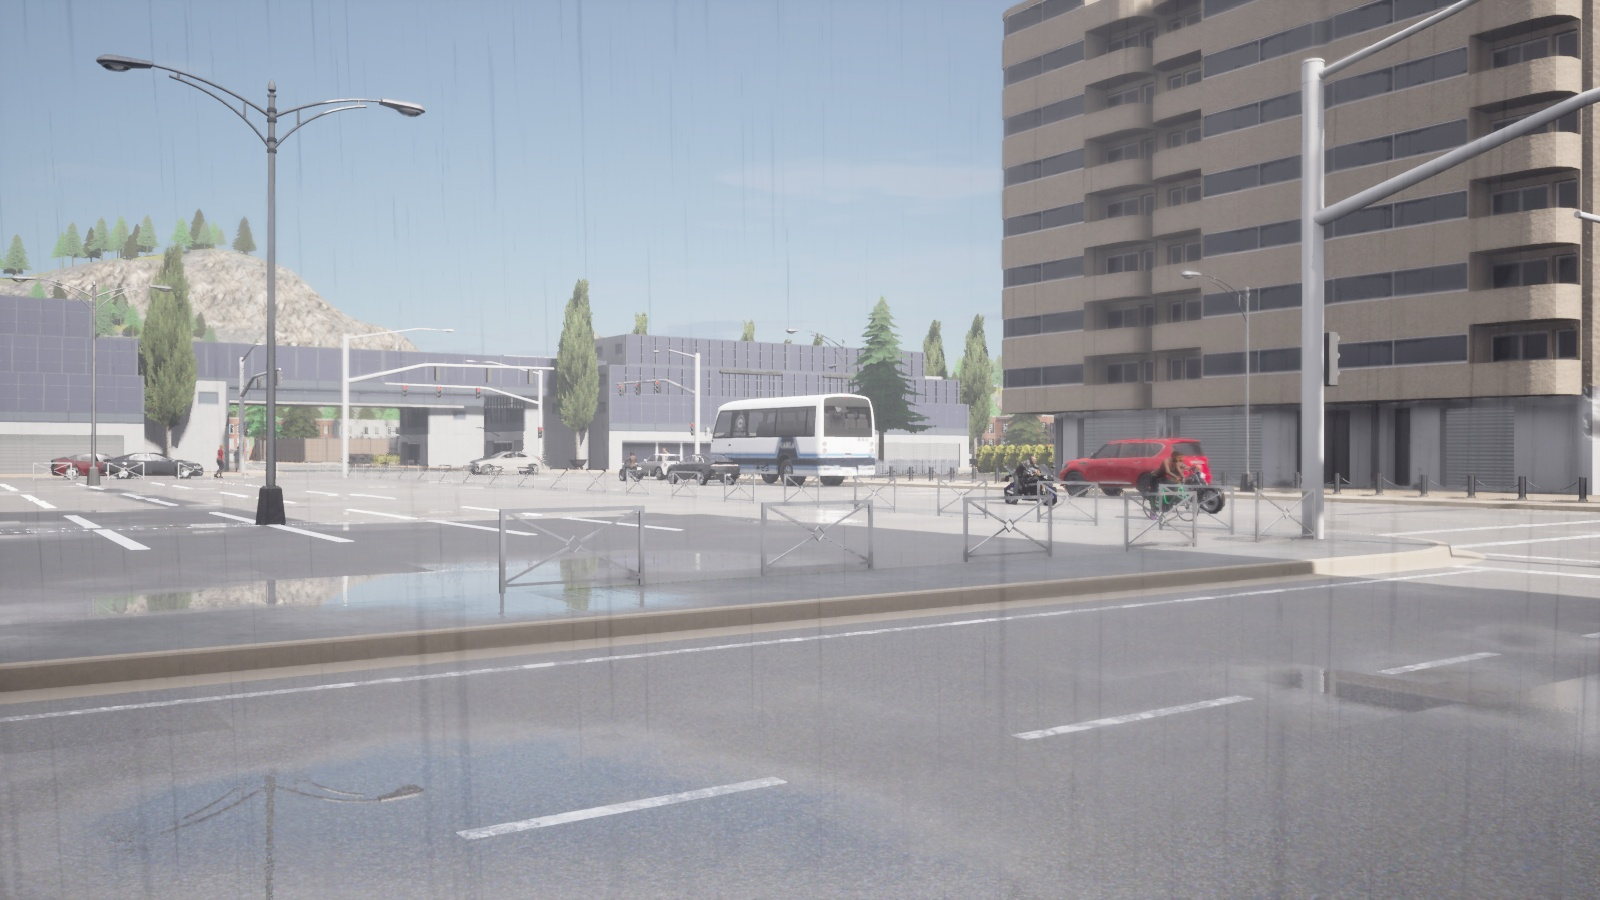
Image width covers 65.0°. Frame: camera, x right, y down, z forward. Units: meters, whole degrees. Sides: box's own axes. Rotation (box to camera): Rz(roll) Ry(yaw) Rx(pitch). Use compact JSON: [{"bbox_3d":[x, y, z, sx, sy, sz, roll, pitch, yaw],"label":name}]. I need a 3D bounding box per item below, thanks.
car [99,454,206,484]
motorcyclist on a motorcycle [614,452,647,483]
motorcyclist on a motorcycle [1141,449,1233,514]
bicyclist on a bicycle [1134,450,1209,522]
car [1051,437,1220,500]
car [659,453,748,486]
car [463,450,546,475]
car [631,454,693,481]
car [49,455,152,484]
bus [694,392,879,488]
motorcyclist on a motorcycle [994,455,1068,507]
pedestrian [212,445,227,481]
[{"bbox_3d":[-34.676,0.995,67.294,4.902,1.511,2.128,0,0,-34],"label":"car"},{"bbox_3d":[-9.068,0.934,67.065,0.766,1.649,2.350,0,0,-35],"label":"motorcyclist on a motorcycle"},{"bbox_3d":[10.169,0.810,33.058,0.766,1.649,2.350,0,0,-35],"label":"motorcyclist on a motorcycle"},{"bbox_3d":[8.608,0.806,29.160,0.582,1.620,1.656,0,0,-35],"label":"bicyclist on a bicycle"},{"bbox_3d":[11.493,0.601,43.458,2.150,2.045,5.566,0,0,-35],"label":"car"},{"bbox_3d":[-4.736,0.915,60.790,2.128,1.511,4.902,0,0,-34],"label":"car"},{"bbox_3d":[-20.174,0.832,85.802,5.027,1.651,2.152,0,0,-35],"label":"car"},{"bbox_3d":[-7.896,0.957,71.525,1.970,1.475,3.806,0,0,-34],"label":"car"},{"bbox_3d":[-38.436,1.050,69.001,4.792,1.488,2.163,0,0,-33],"label":"car"},{"bbox_3d":[-0.890,-0.424,61.381,3.944,4.253,10.273,0,0,-35],"label":"bus"},{"bbox_3d":[6.925,0.913,37.755,0.866,1.530,2.191,0,0,-35],"label":"motorcyclist on a motorcycle"},{"bbox_3d":[-29.988,0.681,64.909,0.331,1.846,0.636,0,0,41],"label":"pedestrian"}]
